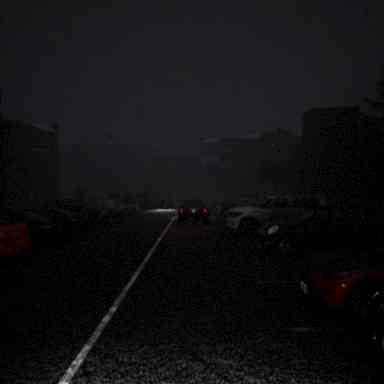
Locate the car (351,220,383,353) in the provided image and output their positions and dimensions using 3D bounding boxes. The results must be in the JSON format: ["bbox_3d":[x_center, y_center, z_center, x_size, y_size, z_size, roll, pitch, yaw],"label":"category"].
[{"bbox_3d":[4.681,1.342,3.851,4.553,1.767,2.185,0,0,0],"label":"car"}]

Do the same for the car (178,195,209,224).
[{"bbox_3d":[0.104,1.278,23.981,2.097,1.767,4.553,0,0,0],"label":"car"}]

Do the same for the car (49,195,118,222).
[{"bbox_3d":[-7.708,1.286,22.389,4.553,1.767,2.185,0,0,0],"label":"car"}]

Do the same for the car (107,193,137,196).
[{"bbox_3d":[-7.644,1.246,34.145,4.553,1.767,2.185,0,0,0],"label":"car"}]

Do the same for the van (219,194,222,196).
[{"bbox_3d":[4.538,1.142,34.578,4.442,1.987,1.878,0,1,0],"label":"van"}]

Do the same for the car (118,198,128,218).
[{"bbox_3d":[-7.683,1.404,25.202,4.892,1.521,2.231,0,0,0],"label":"car"}]

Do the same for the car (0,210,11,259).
[{"bbox_3d":[-7.708,1.205,7.697,5.566,2.045,2.435,0,0,0],"label":"car"}]

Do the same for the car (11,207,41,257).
[{"bbox_3d":[-7.648,1.322,10.510,4.553,1.767,2.185,0,0,0],"label":"car"}]

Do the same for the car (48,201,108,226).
[{"bbox_3d":[-7.707,1.450,19.451,4.792,1.488,2.163,0,0,0],"label":"car"}]

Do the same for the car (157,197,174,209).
[{"bbox_3d":[-3.199,1.342,40.983,1.994,1.385,4.181,0,1,-1],"label":"car"}]

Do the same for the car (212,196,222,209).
[{"bbox_3d":[4.661,1.384,31.786,4.892,1.521,2.231,0,0,0],"label":"car"}]

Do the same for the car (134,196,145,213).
[{"bbox_3d":[-7.490,1.382,31.204,5.366,1.575,1.946,0,0,0],"label":"car"}]

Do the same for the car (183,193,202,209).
[{"bbox_3d":[0.022,1.105,41.900,2.097,1.767,4.553,0,2,-3],"label":"car"}]

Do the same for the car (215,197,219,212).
[{"bbox_3d":[4.656,1.431,28.996,4.674,1.452,2.002,0,0,0],"label":"car"}]

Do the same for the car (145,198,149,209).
[{"bbox_3d":[-7.680,1.340,36.976,5.008,1.535,2.097,0,1,0],"label":"car"}]

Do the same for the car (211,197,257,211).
[{"bbox_3d":[4.649,1.334,37.388,4.892,1.521,2.231,0,1,0],"label":"car"}]

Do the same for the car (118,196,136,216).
[{"bbox_3d":[-7.861,1.391,28.265,5.366,1.575,1.946,0,0,0],"label":"car"}]

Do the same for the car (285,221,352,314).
[{"bbox_3d":[4.620,1.489,6.648,4.792,1.488,2.163,0,0,0],"label":"car"}]

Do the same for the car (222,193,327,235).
[{"bbox_3d":[4.624,1.174,17.819,5.566,2.045,2.435,0,0,0],"label":"car"}]

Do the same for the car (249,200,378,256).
[{"bbox_3d":[4.683,1.316,12.357,4.553,1.767,2.185,0,0,0],"label":"car"}]

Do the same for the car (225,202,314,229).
[{"bbox_3d":[4.647,1.416,20.615,5.008,1.535,2.097,0,0,0],"label":"car"}]

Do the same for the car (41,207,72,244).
[{"bbox_3d":[-7.676,1.479,13.449,4.674,1.452,2.002,0,0,0],"label":"car"}]

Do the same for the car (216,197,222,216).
[{"bbox_3d":[4.647,1.400,26.326,4.892,1.521,2.231,0,0,0],"label":"car"}]

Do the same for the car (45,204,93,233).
[{"bbox_3d":[-7.675,1.470,16.512,4.674,1.452,2.002,0,0,0],"label":"car"}]
